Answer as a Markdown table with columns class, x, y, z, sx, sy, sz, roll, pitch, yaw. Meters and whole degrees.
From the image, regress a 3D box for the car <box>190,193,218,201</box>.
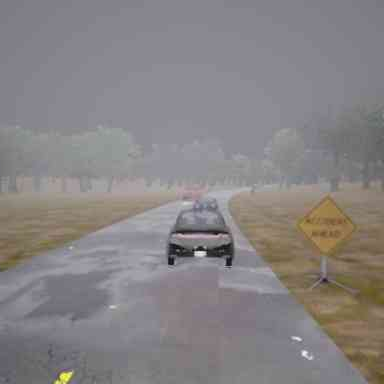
| class | x | y | z | sx | sy | sz | roll | pitch | yaw |
| --- | --- | --- | --- | --- | --- | --- | --- | --- | --- |
| car | 1.176 | 1.038 | 27.317 | 1.895 | 1.301 | 4.718 | 0 | 1 | 5 |

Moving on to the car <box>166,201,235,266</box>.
| class | x | y | z | sx | sy | sz | roll | pitch | yaw |
| --- | --- | --- | --- | --- | --- | --- | --- | --- | --- |
| car | 0.270 | 1.275 | 10.651 | 2.128 | 1.511 | 4.902 | 0 | 1 | 2 |

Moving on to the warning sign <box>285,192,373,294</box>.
| class | x | y | z | sx | sy | sz | roll | pitch | yaw |
| --- | --- | --- | --- | --- | --- | --- | --- | --- | --- |
| warning sign | 2.733 | 0.980 | 6.832 | 1.300 | 1.860 | 1.060 | 2 | 3 | 1 |

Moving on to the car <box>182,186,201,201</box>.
| class | x | y | z | sx | sy | sz | roll | pitch | yaw |
| --- | --- | --- | --- | --- | --- | --- | --- | --- | --- |
| car | 0.044 | 0.165 | 46.627 | 2.150 | 2.045 | 5.566 | 0 | 1 | 8 |
